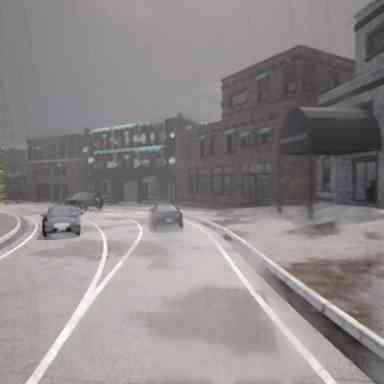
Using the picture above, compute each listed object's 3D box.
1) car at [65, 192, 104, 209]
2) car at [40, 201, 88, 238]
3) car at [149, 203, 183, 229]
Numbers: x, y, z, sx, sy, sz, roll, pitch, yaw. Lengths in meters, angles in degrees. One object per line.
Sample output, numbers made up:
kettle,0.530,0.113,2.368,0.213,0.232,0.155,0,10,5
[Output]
car,-12.580,1.018,38.723,5.566,2.045,2.150,0,1,39
car,-7.110,1.499,18.254,2.128,1.511,4.902,-1,0,-21
car,-1.704,1.427,21.037,1.812,1.442,4.674,-1,1,-10
